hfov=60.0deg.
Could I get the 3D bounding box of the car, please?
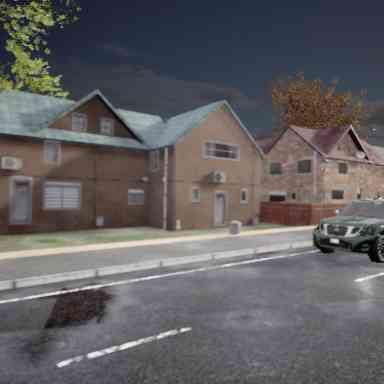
[{"bbox_3d":[6.959,1.267,12.505,5.566,2.045,2.150,0,0,-35],"label":"car"}]
